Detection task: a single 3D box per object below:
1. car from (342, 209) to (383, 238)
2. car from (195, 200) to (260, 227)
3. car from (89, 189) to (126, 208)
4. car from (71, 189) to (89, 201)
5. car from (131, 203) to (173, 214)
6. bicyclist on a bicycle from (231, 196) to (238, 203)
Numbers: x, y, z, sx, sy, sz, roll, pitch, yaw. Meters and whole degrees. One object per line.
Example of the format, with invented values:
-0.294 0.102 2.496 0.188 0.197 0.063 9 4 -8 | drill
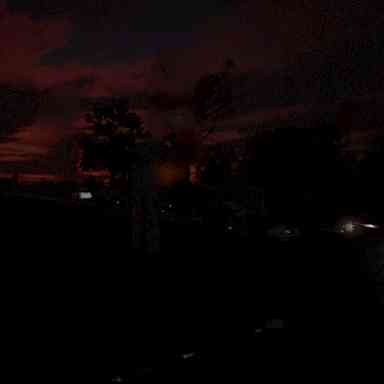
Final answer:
8.946 1.453 15.382 1.994 1.385 4.181 0 1 -12 | car
2.152 1.271 21.506 1.882 1.535 5.008 0 1 -35 | car
-9.623 0.751 38.471 2.150 2.045 5.566 0 1 -35 | car
-18.866 0.476 56.745 2.150 2.045 5.566 0 1 -35 | car
-3.660 1.265 29.873 1.895 1.301 4.718 0 1 -35 | car
3.701 1.142 29.756 1.656 1.620 0.582 0 1 -35 | bicyclist on a bicycle
